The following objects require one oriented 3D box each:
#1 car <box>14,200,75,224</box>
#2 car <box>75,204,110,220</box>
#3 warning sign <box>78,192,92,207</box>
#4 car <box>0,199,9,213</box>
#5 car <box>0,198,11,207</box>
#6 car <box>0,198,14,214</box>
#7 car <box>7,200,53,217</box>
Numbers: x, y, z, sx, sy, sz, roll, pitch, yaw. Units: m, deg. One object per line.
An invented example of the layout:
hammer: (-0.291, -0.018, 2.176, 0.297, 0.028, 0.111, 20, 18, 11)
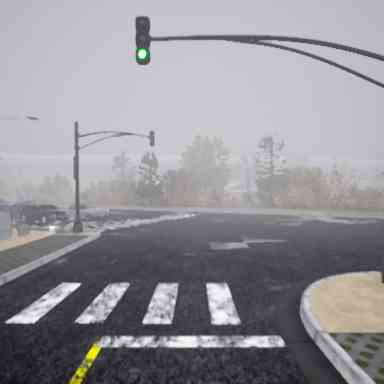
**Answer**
car: (-12.010, 1.714, 26.974, 4.892, 1.490, 1.837, -1, 2, 34)
car: (-9.309, 1.692, 29.030, 4.718, 1.301, 1.895, 0, 2, 36)
warning sign: (-14.260, 0.968, 44.315, 1.060, 1.860, 1.300, 2, 1, 36)
car: (-24.329, 1.706, 39.962, 4.902, 1.511, 2.128, 0, 2, 36)
car: (-30.875, 1.644, 52.842, 4.181, 1.385, 1.994, -1, 2, 36)
car: (-19.994, 1.496, 32.765, 5.566, 2.045, 2.150, 0, 2, 36)
car: (-16.837, 1.644, 34.500, 4.902, 1.511, 2.128, 0, 2, 36)
